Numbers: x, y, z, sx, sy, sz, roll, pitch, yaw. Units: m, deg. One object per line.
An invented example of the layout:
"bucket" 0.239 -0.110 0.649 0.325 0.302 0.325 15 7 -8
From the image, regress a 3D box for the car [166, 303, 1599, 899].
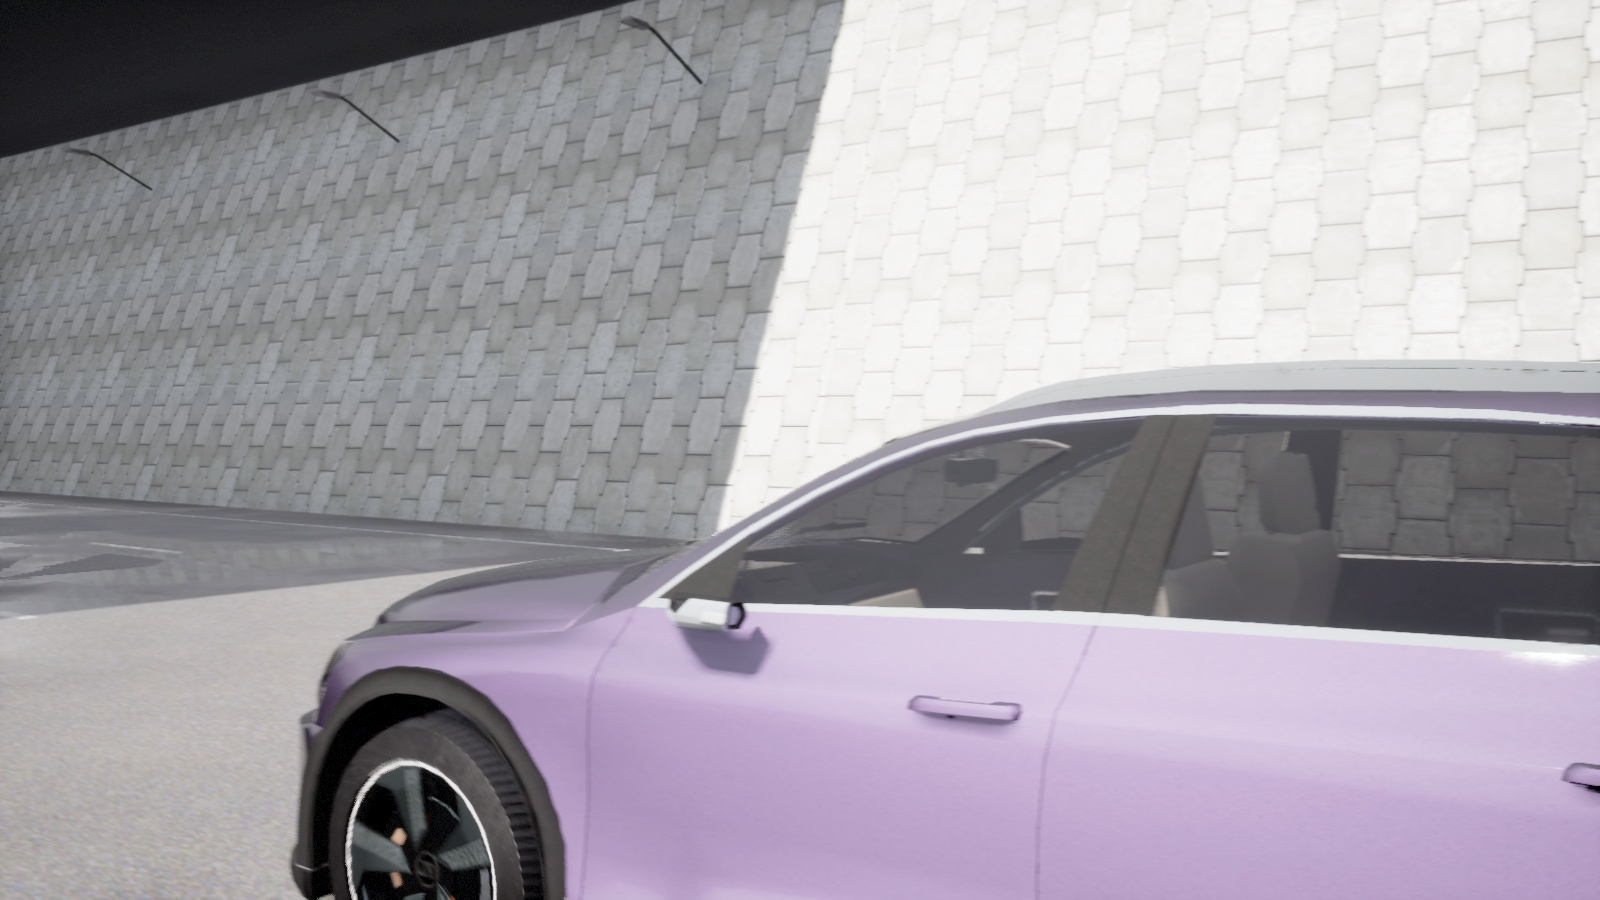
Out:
"car" 0.778 0.612 3.105 4.856 1.649 2.033 0 1 34
